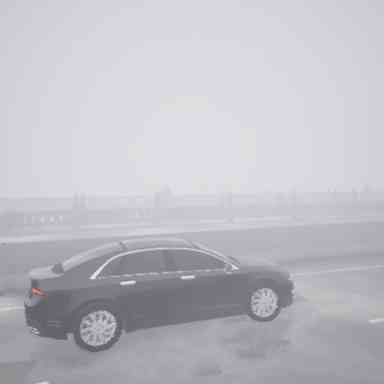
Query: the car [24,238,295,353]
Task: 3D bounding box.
[{"bbox_3d":[-0.405,1.637,6.254,4.892,1.490,1.837,-1,-1,-20],"label":"car"}]
